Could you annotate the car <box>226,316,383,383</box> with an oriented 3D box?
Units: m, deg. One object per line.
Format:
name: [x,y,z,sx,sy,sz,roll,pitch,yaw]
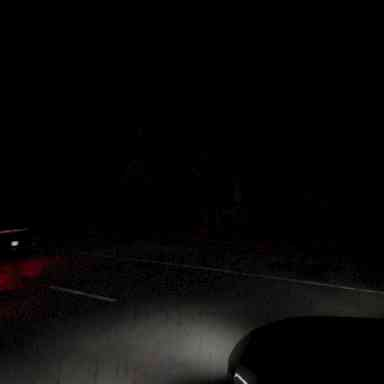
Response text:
car: [2.418,1.510,2.089,4.674,1.442,1.812,-1,0,36]

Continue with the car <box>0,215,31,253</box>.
car: [-8.298,1.589,12.640,4.902,1.511,2.128,-1,0,27]
